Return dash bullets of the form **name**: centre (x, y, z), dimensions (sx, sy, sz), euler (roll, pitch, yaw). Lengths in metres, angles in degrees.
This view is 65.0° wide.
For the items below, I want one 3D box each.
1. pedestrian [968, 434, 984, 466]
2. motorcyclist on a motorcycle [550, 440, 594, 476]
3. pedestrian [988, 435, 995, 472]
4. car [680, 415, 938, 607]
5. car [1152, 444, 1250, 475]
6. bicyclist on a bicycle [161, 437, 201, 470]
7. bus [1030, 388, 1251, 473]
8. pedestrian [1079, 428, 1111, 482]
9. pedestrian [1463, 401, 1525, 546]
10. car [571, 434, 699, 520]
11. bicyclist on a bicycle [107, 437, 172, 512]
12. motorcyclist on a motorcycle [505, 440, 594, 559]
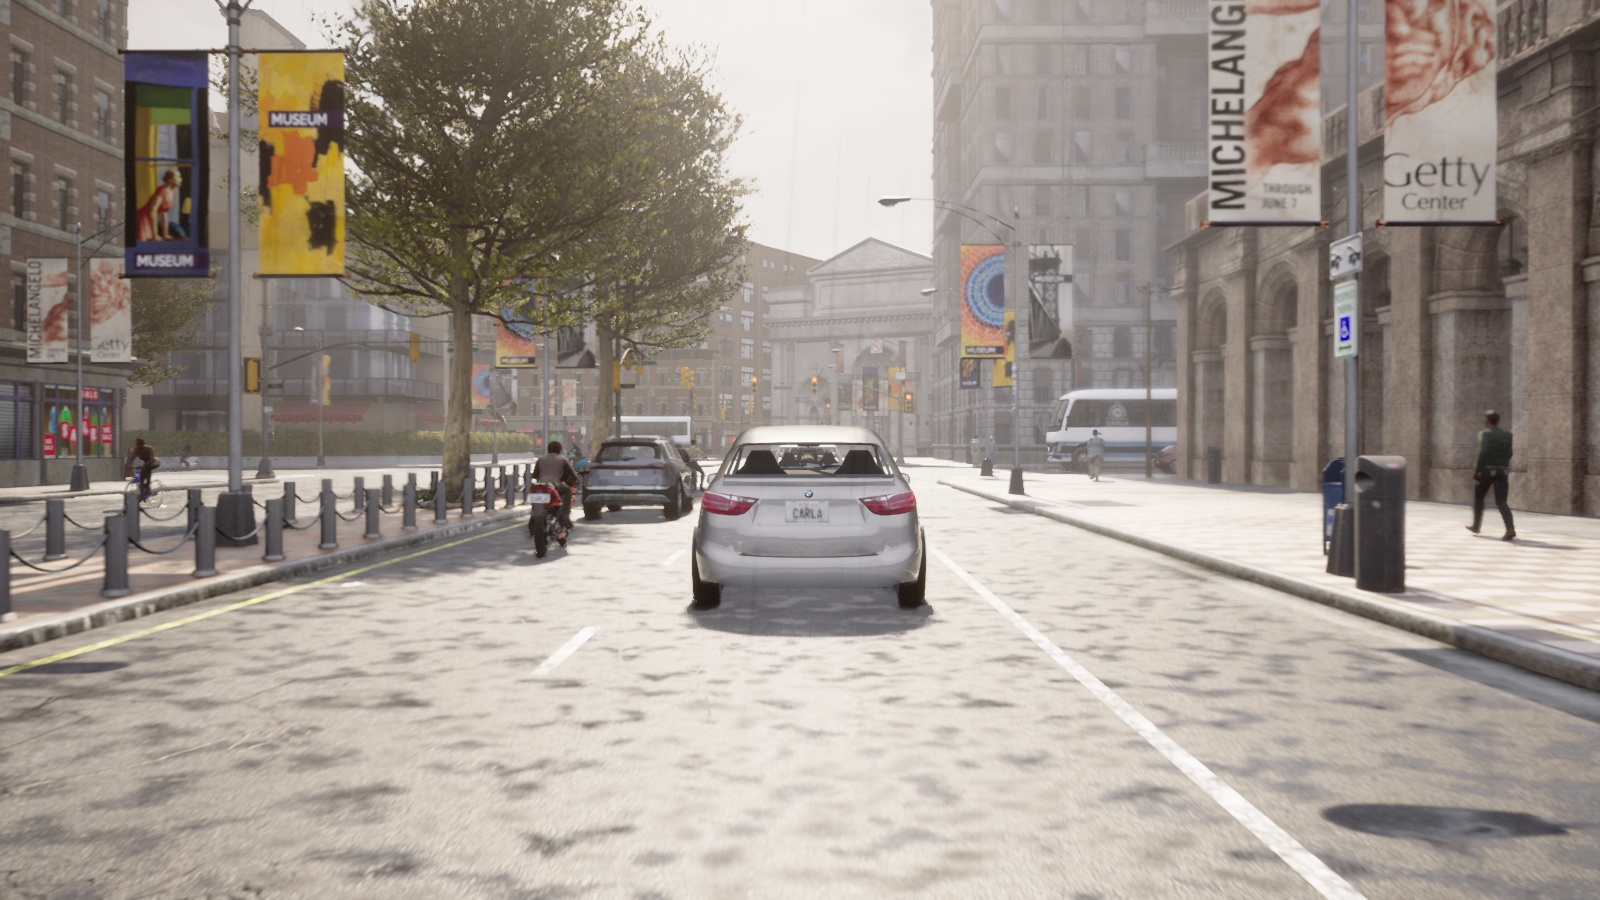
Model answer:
- **pedestrian**: centre (10.416, -0.008, 74.421), dimensions (0.874, 1.855, 0.900), euler (0, 0, 6)
- **motorcyclist on a motorcycle**: centre (-10.593, 0.363, 58.306), dimensions (0.866, 1.590, 1.817), euler (2, 2, 45)
- **pedestrian**: centre (9.775, 0.179, 64.140), dimensions (0.354, 1.836, 0.706), euler (0, 0, 6)
- **car**: centre (0.091, 0.516, 13.238), dimensions (2.242, 1.667, 4.611), euler (0, 0, 0)
- **car**: centre (19.453, 0.432, 60.982), dimensions (4.193, 1.474, 1.816), euler (0, 0, 0)
- **bicyclist on a bicycle**: centre (-33.525, 0.207, 67.984), dimensions (1.843, 1.776, 0.659), euler (0, 0, 0)
- **bus**: centre (17.317, -0.979, 64.475), dimensions (10.273, 4.253, 3.944), euler (0, 0, 0)
- **pedestrian**: centre (10.252, 0.165, 43.668), dimensions (0.874, 1.855, 0.900), euler (0, 0, 0)
- **pedestrian**: centre (9.572, 0.313, 17.337), dimensions (0.423, 1.949, 0.788), euler (0, 0, 0)
- **car**: centre (-3.335, 0.523, 26.346), dimensions (2.033, 1.649, 4.856), euler (0, 0, 0)
- **bicyclist on a bicycle**: centre (-14.824, 0.528, 28.221), dimensions (0.582, 1.620, 1.656), euler (0, 1, 0)
- **motorcyclist on a motorcycle**: centre (-3.387, 0.629, 17.180), dimensions (0.797, 1.523, 2.044), euler (0, 1, 0)
